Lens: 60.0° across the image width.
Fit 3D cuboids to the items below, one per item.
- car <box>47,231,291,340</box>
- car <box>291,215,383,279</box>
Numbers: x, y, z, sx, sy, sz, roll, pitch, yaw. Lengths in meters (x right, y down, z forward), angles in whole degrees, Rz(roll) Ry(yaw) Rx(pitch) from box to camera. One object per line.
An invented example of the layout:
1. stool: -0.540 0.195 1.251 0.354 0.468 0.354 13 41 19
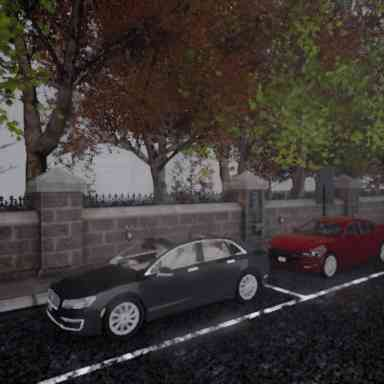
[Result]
1. car: -0.395 1.498 6.371 4.403 1.369 2.008 -1 1 -36
2. car: 4.083 1.403 9.631 4.507 1.381 1.887 -1 1 -36
